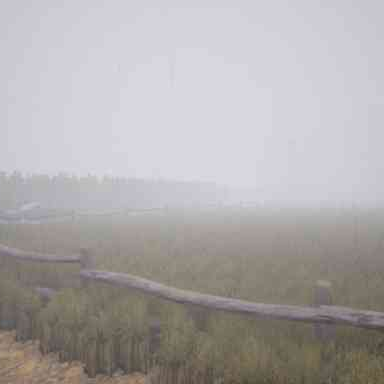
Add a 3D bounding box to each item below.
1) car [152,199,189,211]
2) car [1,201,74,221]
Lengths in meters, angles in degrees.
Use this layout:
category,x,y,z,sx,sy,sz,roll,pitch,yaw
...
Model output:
category,x,y,z,sx,sy,sz,roll,pitch,yaw
car,-2.257,1.556,35.936,2.128,1.511,4.902,0,0,36
car,-10.933,1.428,23.893,1.882,1.535,5.008,0,-1,36
